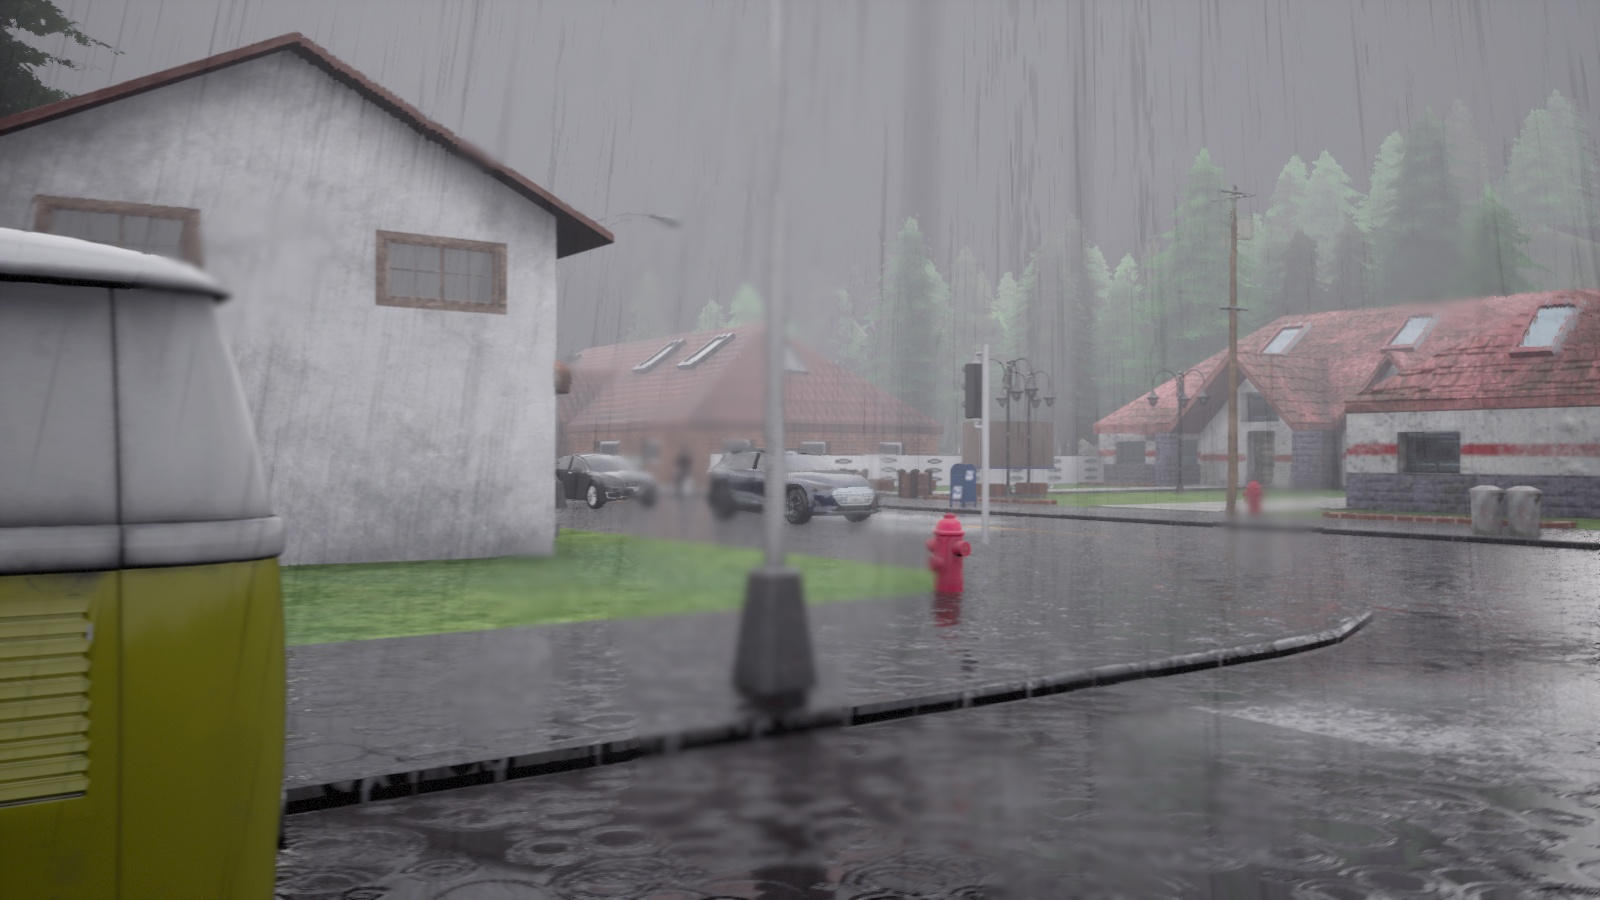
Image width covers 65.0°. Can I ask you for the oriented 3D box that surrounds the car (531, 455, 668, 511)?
[{"bbox_3d":[-5.751,0.874,35.526,1.837,1.490,4.892,0,0,-36],"label":"car"}]

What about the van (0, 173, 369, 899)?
[{"bbox_3d":[-3.206,0.507,1.996,4.442,1.987,1.775,0,0,-36],"label":"van"}]

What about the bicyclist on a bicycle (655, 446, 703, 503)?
[{"bbox_3d":[-3.842,0.752,39.726,0.659,1.776,1.843,0,0,-36],"label":"bicyclist on a bicycle"}]

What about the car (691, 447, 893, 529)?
[{"bbox_3d":[-0.281,0.769,27.895,2.033,1.649,4.856,0,0,-36],"label":"car"}]
